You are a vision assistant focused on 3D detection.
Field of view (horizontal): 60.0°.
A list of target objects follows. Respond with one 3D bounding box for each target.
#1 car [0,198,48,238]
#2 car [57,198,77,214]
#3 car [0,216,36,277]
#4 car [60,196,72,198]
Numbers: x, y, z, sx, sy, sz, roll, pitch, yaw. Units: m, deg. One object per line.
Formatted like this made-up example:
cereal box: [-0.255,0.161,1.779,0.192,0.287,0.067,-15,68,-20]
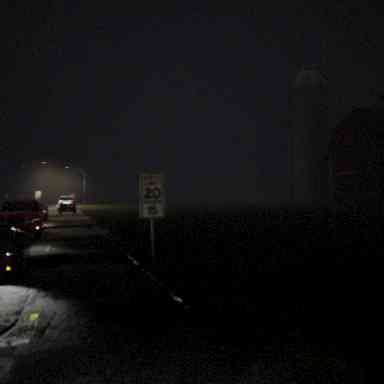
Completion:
car: [-9.581,1.403,18.804,2.150,2.045,5.566,-1,0,-22]
car: [-14.682,1.787,39.279,2.128,1.511,4.902,-1,0,-22]
car: [-6.096,1.675,10.116,1.994,1.385,4.181,-1,0,-22]
car: [-18.094,1.581,47.731,2.150,2.045,5.566,-1,0,-22]
